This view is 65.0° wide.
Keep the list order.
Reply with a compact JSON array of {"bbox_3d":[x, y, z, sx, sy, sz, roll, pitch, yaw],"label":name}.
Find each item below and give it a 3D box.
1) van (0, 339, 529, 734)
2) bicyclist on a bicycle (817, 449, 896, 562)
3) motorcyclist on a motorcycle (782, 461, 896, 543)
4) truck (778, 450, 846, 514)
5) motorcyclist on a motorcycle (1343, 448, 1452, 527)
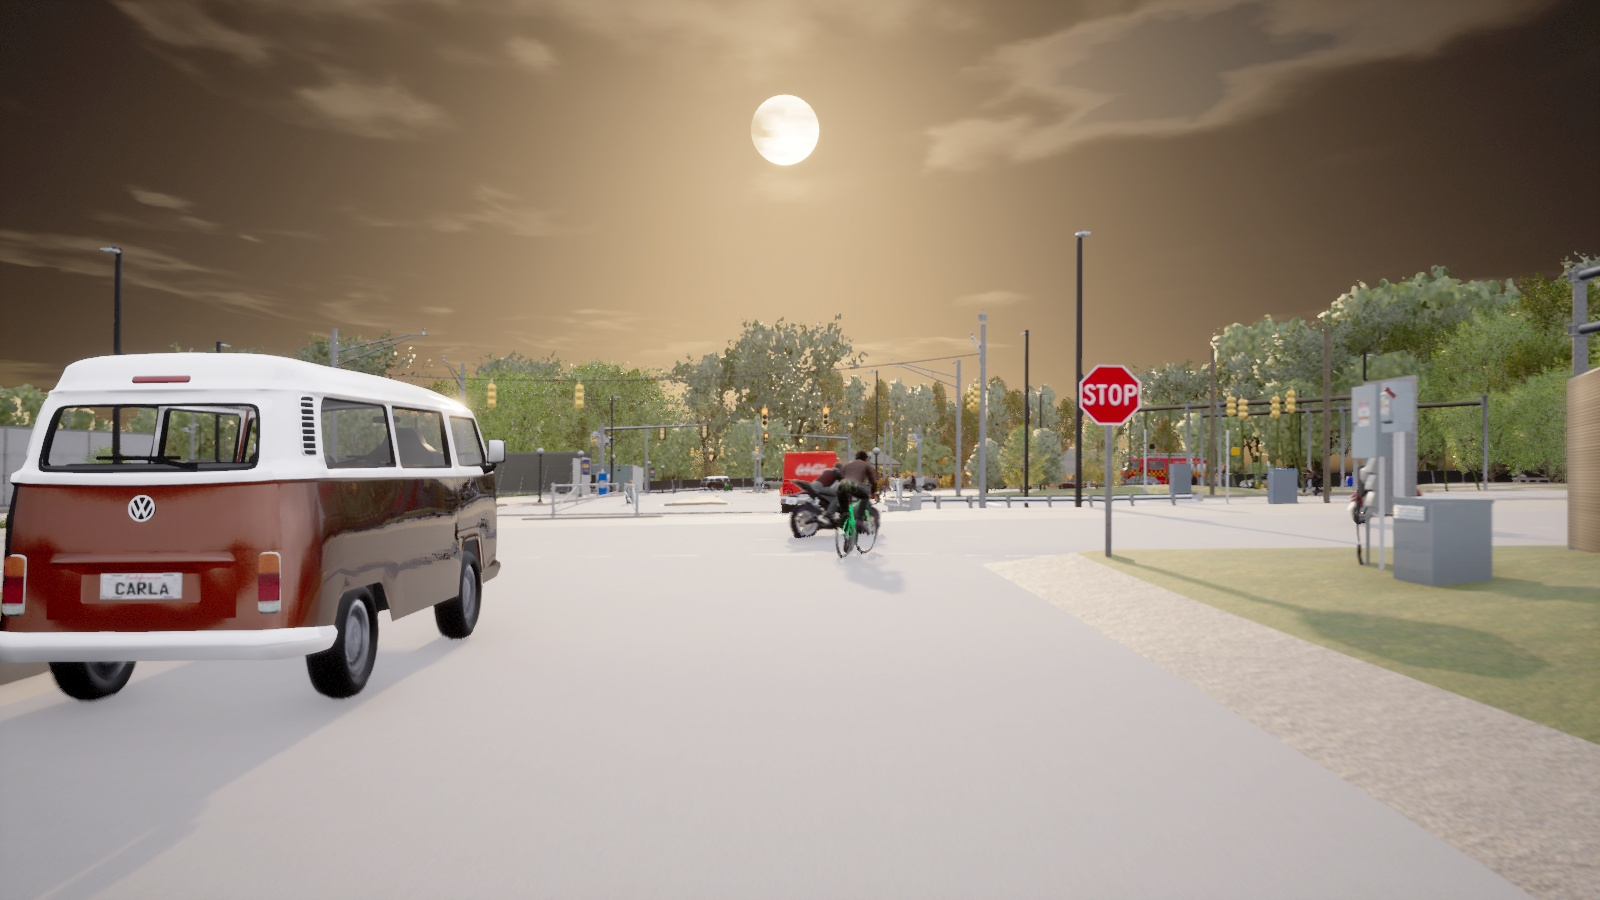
[{"bbox_3d":[-3.434,0.467,8.768,2.069,2.038,4.480,-1,0,0],"label":"van"},{"bbox_3d":[0.879,0.824,19.075,0.582,1.620,1.656,2,0,24],"label":"bicyclist on a bicycle"},{"bbox_3d":[0.781,1.010,24.990,2.191,1.530,0.866,0,1,-36],"label":"motorcyclist on a motorcycle"},{"bbox_3d":[0.518,1.385,52.019,2.627,2.467,5.204,-1,-3,1],"label":"truck"},{"bbox_3d":[12.371,0.773,26.021,1.817,1.590,0.866,-1,-1,0],"label":"motorcyclist on a motorcycle"}]
